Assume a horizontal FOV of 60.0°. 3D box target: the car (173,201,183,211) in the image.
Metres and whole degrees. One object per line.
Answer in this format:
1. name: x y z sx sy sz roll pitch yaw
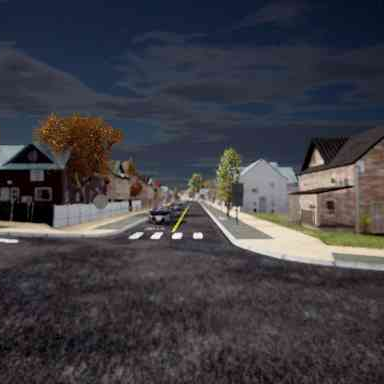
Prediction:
1. car: -2.379 2.194 52.867 2.128 1.511 4.902 0 -1 0

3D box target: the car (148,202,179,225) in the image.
1. car: -2.548 1.879 28.157 2.128 1.511 4.902 0 -1 0
